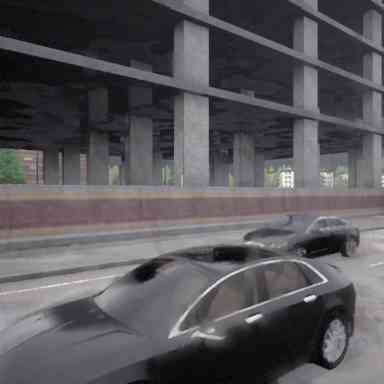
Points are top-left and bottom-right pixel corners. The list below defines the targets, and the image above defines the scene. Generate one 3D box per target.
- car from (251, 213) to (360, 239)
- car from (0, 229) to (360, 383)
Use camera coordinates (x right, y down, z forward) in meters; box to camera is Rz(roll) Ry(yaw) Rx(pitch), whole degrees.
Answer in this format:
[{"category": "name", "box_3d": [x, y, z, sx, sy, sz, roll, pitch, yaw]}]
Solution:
[{"category": "car", "box_3d": [3.745, 1.492, 11.155, 4.902, 1.511, 2.128, 0, 0, -37]}, {"category": "car", "box_3d": [0.167, 1.505, 4.137, 4.892, 1.490, 1.837, 0, 0, -37]}]
